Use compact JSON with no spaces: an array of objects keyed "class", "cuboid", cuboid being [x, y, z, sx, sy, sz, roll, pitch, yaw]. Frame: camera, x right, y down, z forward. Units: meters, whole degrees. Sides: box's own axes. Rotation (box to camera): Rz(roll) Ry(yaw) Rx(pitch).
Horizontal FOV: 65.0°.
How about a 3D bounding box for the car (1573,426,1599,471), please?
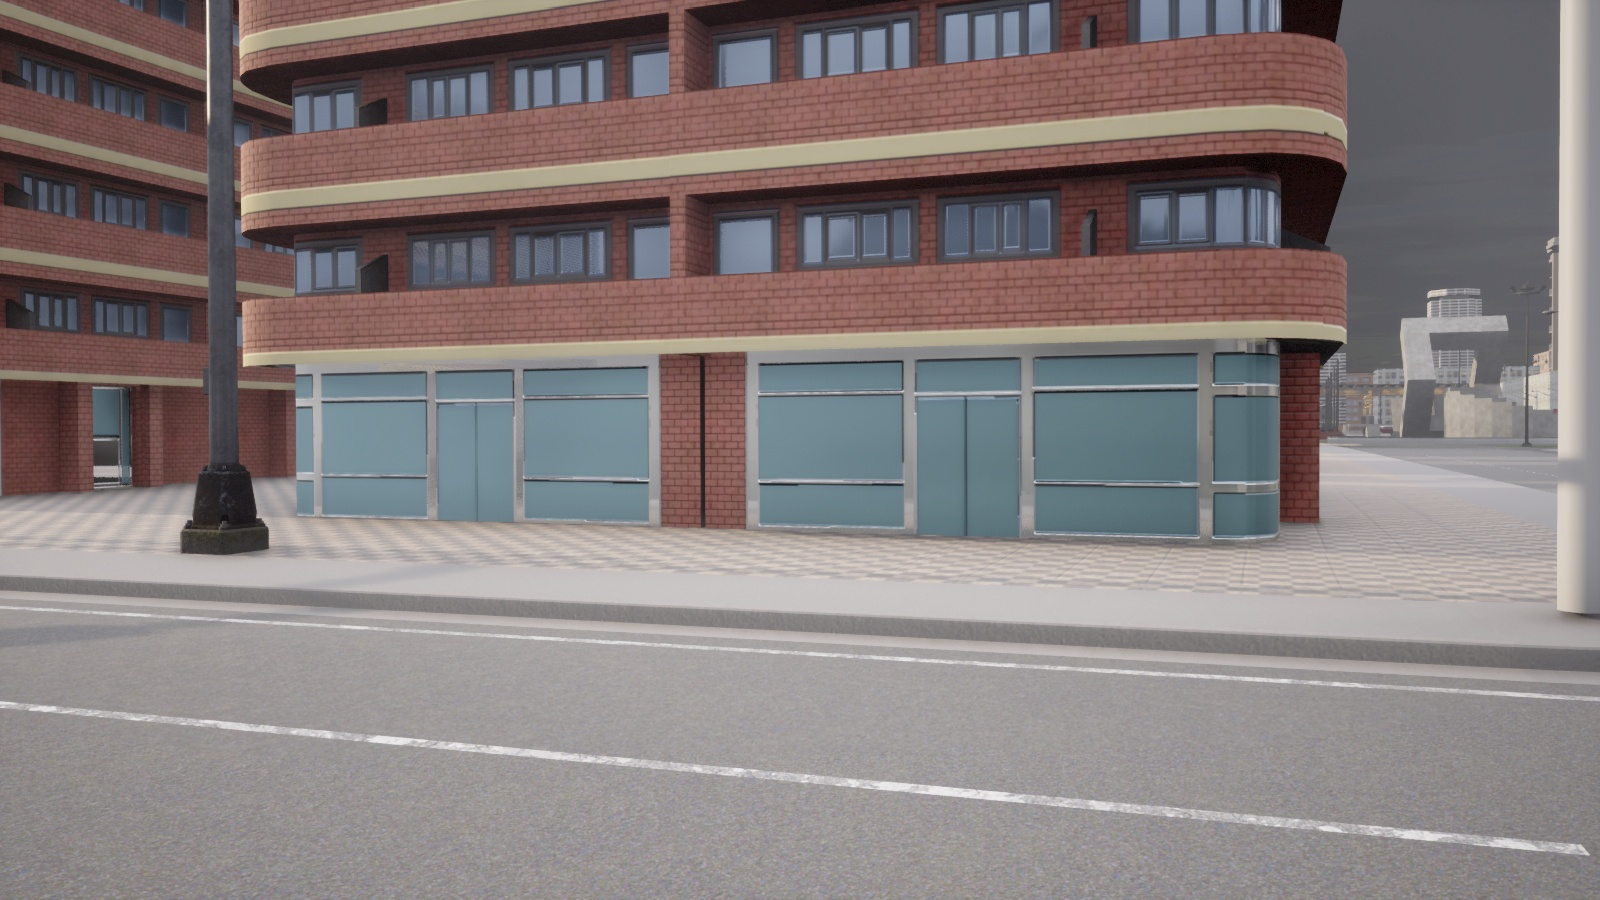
[{"class":"car","cuboid":[34.588,-0.083,53.483,1.932,1.855,4.605,1,1,20]}]
